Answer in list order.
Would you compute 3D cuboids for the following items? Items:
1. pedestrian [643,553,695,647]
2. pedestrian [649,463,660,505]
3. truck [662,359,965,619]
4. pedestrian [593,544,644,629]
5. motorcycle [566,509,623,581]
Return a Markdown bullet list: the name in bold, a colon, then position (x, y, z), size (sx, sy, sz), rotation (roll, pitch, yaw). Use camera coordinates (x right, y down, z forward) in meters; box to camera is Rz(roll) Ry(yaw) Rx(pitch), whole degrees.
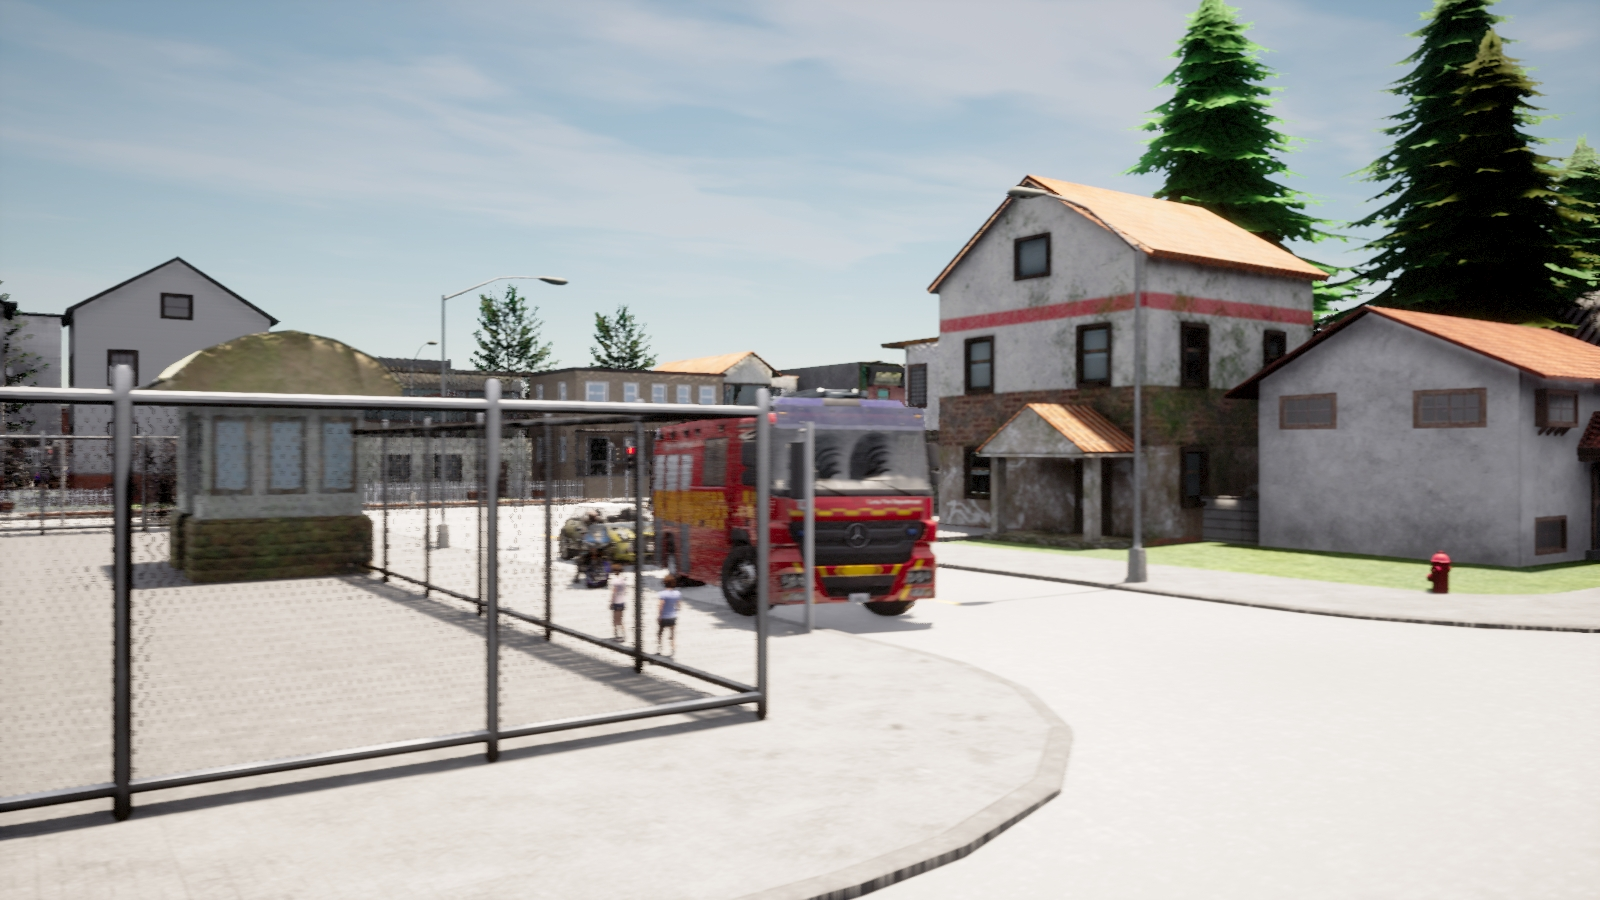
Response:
- **pedestrian**: position (-1.670, 1.896, 14.536), size (0.500, 1.100, 0.500), rotation (0, 0, -30)
- **pedestrian**: position (-6.511, 1.515, 51.091), size (0.375, 1.860, 0.375), rotation (0, 0, -33)
- **truck**: position (-0.211, 0.674, 21.324), size (2.891, 3.827, 8.468), rotation (1, -1, -19)
- **pedestrian**: position (-2.523, 1.894, 15.930), size (0.500, 1.100, 0.500), rotation (0, 0, 30)
- **motorcycle**: position (-4.157, 1.871, 22.976), size (0.867, 1.251, 2.209), rotation (0, 0, -18)
